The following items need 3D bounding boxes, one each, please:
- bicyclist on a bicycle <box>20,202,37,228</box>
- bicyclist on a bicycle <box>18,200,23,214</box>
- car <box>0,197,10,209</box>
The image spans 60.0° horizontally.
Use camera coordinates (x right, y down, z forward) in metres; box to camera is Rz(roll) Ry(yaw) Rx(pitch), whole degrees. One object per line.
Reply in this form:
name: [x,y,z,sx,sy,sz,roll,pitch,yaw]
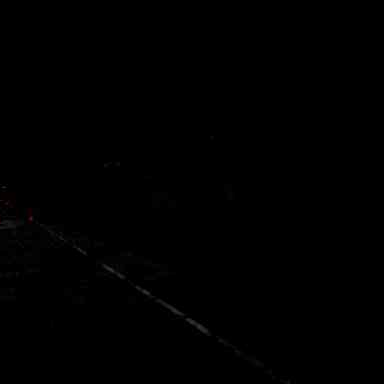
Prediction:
bicyclist on a bicycle: [-10.780,1.589,22.232,0.866,1.612,1.509,-1,0,-30]
bicyclist on a bicycle: [-15.521,1.593,30.250,0.659,1.776,1.843,-1,0,-31]
car: [-30.784,2.016,54.199,1.994,1.385,4.181,-1,0,-30]
